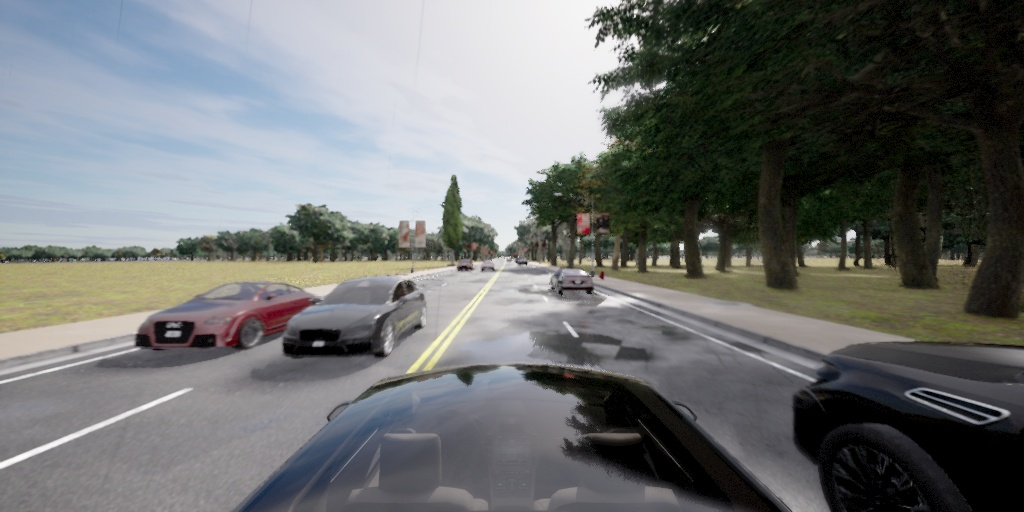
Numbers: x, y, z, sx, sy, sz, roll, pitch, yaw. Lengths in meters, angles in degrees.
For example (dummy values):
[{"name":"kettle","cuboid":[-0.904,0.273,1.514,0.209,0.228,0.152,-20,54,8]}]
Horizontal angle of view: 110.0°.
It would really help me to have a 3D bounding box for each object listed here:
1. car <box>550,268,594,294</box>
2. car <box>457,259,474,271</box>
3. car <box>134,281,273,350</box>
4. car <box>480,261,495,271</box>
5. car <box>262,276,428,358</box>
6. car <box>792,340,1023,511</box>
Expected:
[{"name":"car","cuboid":[3.323,1.364,20.556,2.033,1.411,5.357,0,0,0]},{"name":"car","cuboid":[-6.709,1.284,52.029,2.097,1.767,4.553,0,0,0]},{"name":"car","cuboid":[-6.607,1.340,8.990,1.994,1.385,4.181,0,0,0]},{"name":"car","cuboid":[-3.455,1.456,51.774,1.812,1.442,4.674,0,0,0]},{"name":"car","cuboid":[-3.357,1.280,8.641,1.837,1.490,4.892,0,0,0]},{"name":"car","cuboid":[3.345,0.967,0.504,2.150,2.045,5.566,0,0,0]}]
